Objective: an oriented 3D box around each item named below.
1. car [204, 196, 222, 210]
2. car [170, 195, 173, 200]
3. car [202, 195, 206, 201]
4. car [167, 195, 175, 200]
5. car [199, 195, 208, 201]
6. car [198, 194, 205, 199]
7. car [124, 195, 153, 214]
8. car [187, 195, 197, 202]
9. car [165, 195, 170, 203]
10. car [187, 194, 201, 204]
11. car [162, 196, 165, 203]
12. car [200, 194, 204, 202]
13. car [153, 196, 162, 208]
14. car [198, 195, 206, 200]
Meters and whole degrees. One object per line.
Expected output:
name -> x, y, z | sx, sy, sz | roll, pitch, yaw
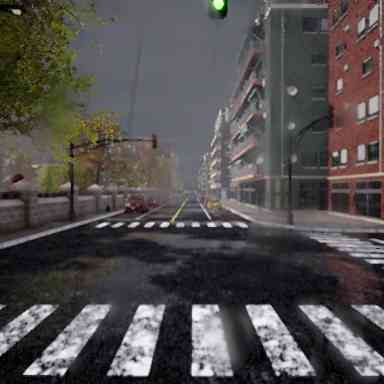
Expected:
car -> 2.697, 1.437, 40.344 | 1.752, 1.417, 4.829 | 0, 0, 0
car -> -5.675, 1.440, 73.387 | 1.802, 1.307, 4.206 | 0, 0, 0
car -> 2.698, 1.447, 45.709 | 1.887, 1.381, 4.507 | 0, 0, 0
car -> -5.671, 1.386, 89.993 | 2.008, 1.369, 4.403 | 0, 0, 0
car -> 2.706, 1.394, 78.920 | 1.887, 1.381, 4.507 | 0, 0, 0
car -> 2.710, 1.269, 95.526 | 1.967, 1.590, 4.097 | 0, 0, 0
car -> -5.686, 1.237, 34.640 | 2.192, 1.841, 5.009 | 0, 0, 0
car -> 0.019, 1.414, 70.361 | 1.994, 1.385, 4.181 | 0, 0, 0
car -> -5.678, 1.456, 62.316 | 1.802, 1.307, 4.206 | 0, 0, 0
car -> 0.018, 1.426, 59.950 | 2.033, 1.411, 5.357 | 0, 0, 0
car -> -5.681, 1.438, 51.246 | 1.887, 1.381, 4.507 | 0, 0, 0
car -> 2.700, 1.443, 51.245 | 2.008, 1.369, 4.403 | 0, 0, 0
car -> -5.683, 1.342, 45.711 | 1.967, 1.590, 4.097 | 0, 0, 0
car -> 2.709, 1.401, 89.991 | 1.947, 1.339, 4.313 | 0, 0, 0
